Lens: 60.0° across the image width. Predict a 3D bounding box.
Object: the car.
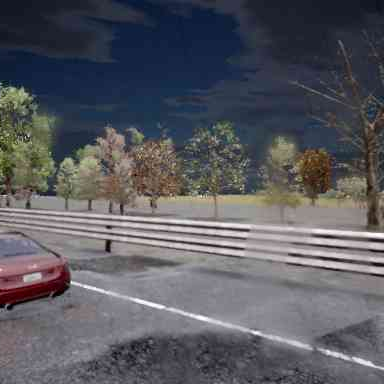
[{"bbox_3d":[-4.569,1.543,7.336,4.181,1.385,1.994,0,0,36],"label":"car"}]
